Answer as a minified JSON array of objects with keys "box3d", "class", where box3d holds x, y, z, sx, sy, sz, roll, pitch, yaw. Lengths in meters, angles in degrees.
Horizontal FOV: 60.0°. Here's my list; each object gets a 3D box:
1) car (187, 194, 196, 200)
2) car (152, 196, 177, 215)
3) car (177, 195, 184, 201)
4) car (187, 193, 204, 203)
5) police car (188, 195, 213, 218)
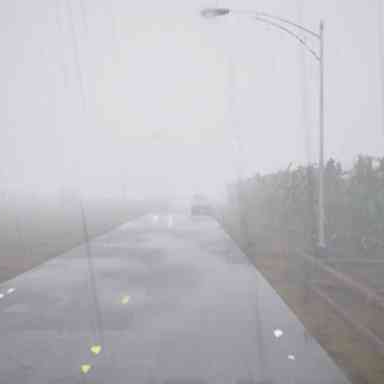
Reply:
[{"box3d":[-0.035,1.248,81.782,2.128,1.511,4.902,0,0,0],"class":"car"},{"box3d":[-2.858,1.460,33.999,1.837,1.490,4.892,0,0,0],"class":"car"},{"box3d":[-2.782,1.312,74.434,1.812,1.442,4.674,0,0,0],"class":"car"},{"box3d":[0.803,1.146,46.010,2.150,2.045,5.566,0,0,0],"class":"car"},{"box3d":[0.812,1.389,30.091,1.930,1.638,5.238,0,0,0],"class":"police car"}]
